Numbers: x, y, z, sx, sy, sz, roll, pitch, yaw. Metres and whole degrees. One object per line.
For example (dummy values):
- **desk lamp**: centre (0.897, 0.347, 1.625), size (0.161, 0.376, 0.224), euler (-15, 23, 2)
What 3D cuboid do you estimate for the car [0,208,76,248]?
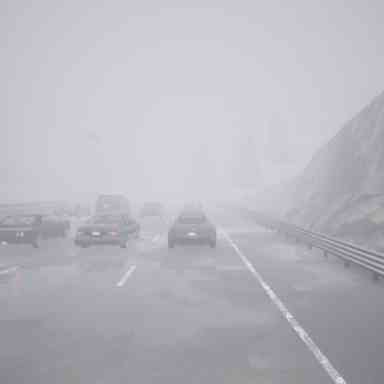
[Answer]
- **car**: centre (-6.994, 1.617, 14.669), size (1.895, 1.301, 4.718), euler (0, 0, 0)

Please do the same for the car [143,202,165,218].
- **car**: centre (-3.475, 1.564, 29.635), size (2.033, 1.411, 5.357), euler (0, 0, 0)

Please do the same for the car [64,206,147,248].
- **car**: centre (-3.494, 1.563, 14.635), size (2.033, 1.411, 5.357), euler (0, 0, 0)

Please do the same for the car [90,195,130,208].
- **car**: centre (-6.975, 1.258, 29.669), size (2.150, 2.045, 5.566), euler (0, 0, 0)

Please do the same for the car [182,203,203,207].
- **car**: centre (0.025, 1.617, 29.660), size (1.895, 1.301, 4.718), euler (0, 0, 0)

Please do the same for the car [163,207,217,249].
- **car**: centre (0.006, 1.573, 14.630), size (1.994, 1.385, 4.181), euler (0, 0, 0)

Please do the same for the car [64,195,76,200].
- **car**: centre (-25.830, 1.459, 70.605), size (1.882, 1.535, 5.008), euler (0, 0, -13)

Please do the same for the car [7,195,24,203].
- **car**: centre (-35.947, 1.352, 67.792), size (2.097, 1.767, 4.553), euler (0, 0, -13)

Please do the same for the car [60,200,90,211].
- **car**: centre (-10.475, 1.617, 29.673), size (1.895, 1.301, 4.718), euler (0, 0, 0)

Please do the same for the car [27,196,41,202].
- **car**: centre (-32.570, 1.544, 68.710), size (1.994, 1.385, 4.181), euler (0, 0, -13)

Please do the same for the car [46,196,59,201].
- **car**: centre (-29.193, 1.581, 69.629), size (1.895, 1.301, 4.718), euler (0, 0, -13)
